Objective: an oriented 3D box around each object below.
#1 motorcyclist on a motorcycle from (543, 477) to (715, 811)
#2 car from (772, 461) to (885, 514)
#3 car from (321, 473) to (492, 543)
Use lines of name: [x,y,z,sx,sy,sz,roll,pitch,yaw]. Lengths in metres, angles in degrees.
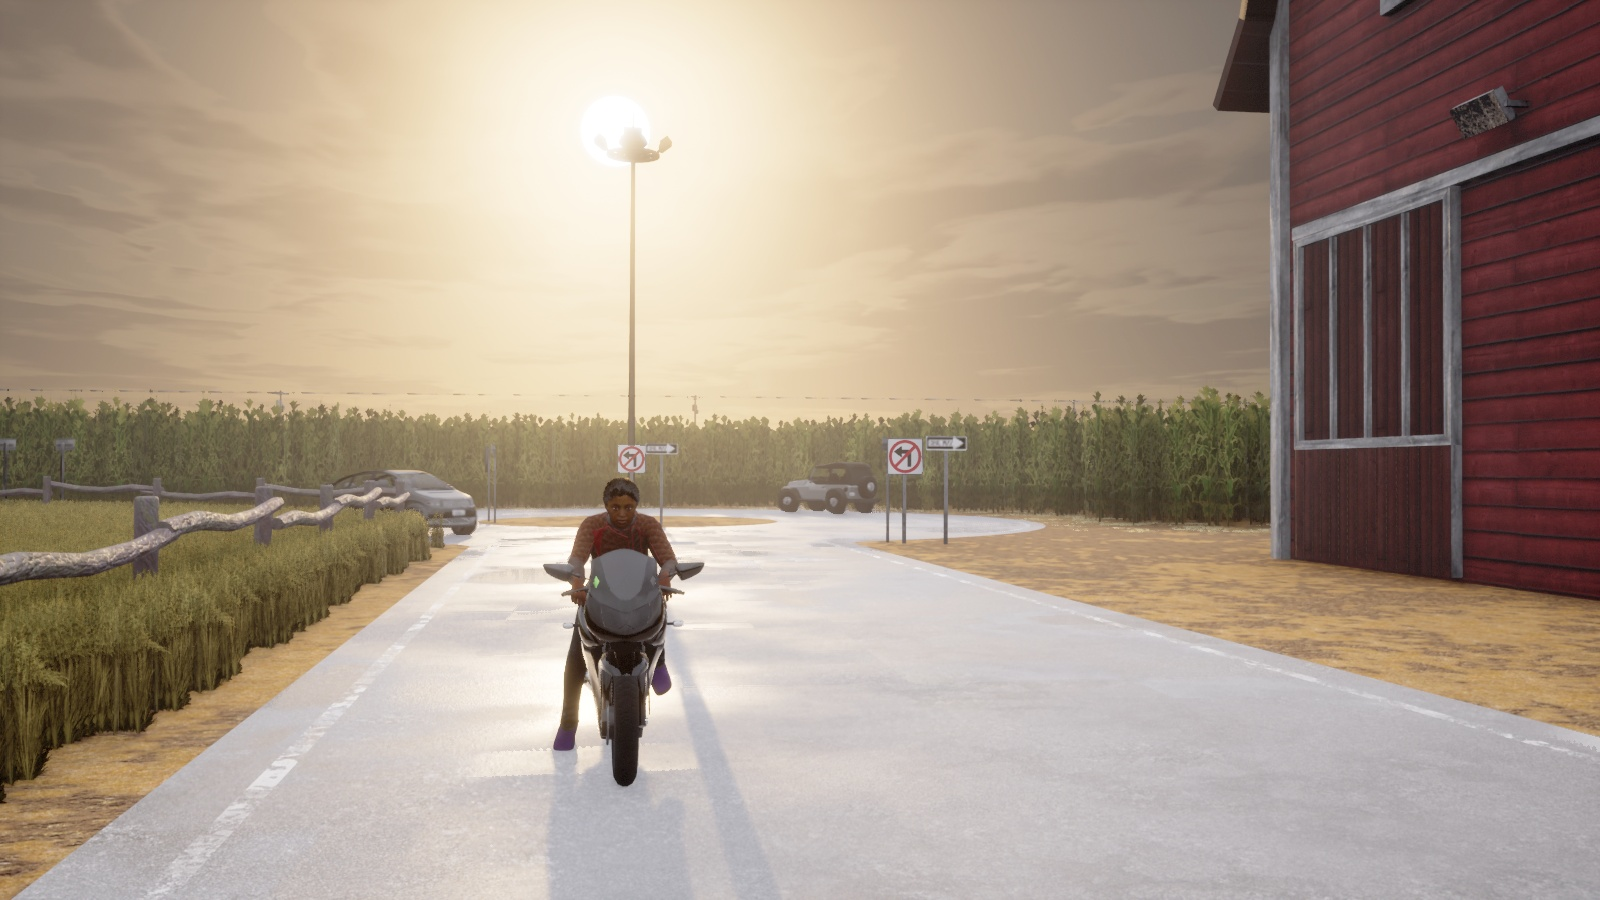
motorcyclist on a motorcycle: [-0.979,0.915,6.867,0.797,1.523,2.044,0,-1,-10]
car: [1.030,1.379,46.403,3.866,1.878,1.905,-1,-1,42]
car: [-9.267,1.322,29.509,3.705,1.549,1.789,-1,-1,30]
